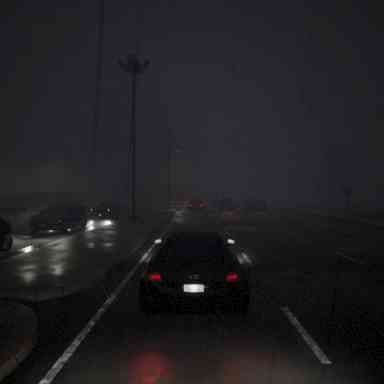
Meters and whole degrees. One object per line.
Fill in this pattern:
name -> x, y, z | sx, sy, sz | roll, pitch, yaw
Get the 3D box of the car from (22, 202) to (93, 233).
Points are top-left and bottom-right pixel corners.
car -> -7.790, 1.478, 19.918 | 1.882, 1.535, 5.008 | 0, 0, 1

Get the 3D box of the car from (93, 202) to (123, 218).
car -> -7.663, 1.601, 30.007 | 1.895, 1.301, 4.718 | 0, 0, 1

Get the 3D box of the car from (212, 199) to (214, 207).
car -> 4.090, 1.491, 50.174 | 2.128, 1.511, 4.902 | 0, 0, 1

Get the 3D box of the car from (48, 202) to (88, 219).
car -> -11.160, 1.601, 30.308 | 1.895, 1.301, 4.718 | 0, 0, 1

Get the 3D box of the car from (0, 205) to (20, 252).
car -> -7.967, 1.352, 10.872 | 2.097, 1.767, 4.553 | 0, 0, 1

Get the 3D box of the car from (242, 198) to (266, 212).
car -> 7.462, 1.478, 39.229 | 1.882, 1.535, 5.008 | 0, 0, 1

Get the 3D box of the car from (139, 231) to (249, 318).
car -> 0.054, 1.564, 7.517 | 1.994, 1.385, 4.181 | 0, 0, 1

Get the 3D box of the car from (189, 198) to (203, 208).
car -> 0.582, 1.564, 49.987 | 1.994, 1.385, 4.181 | 0, 0, 1

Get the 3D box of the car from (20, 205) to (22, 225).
car -> -11.285, 1.526, 20.369 | 1.812, 1.442, 4.674 | 0, 0, 1

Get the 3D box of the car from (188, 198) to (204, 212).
car -> 0.470, 1.547, 39.638 | 2.033, 1.411, 5.357 | 0, 0, 1

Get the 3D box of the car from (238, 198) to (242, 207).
car -> 7.578, 1.564, 49.714 | 1.994, 1.385, 4.181 | 0, 0, 1

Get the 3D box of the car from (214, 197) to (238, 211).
car -> 3.977, 1.505, 39.847 | 1.837, 1.490, 4.892 | 0, 0, 1
